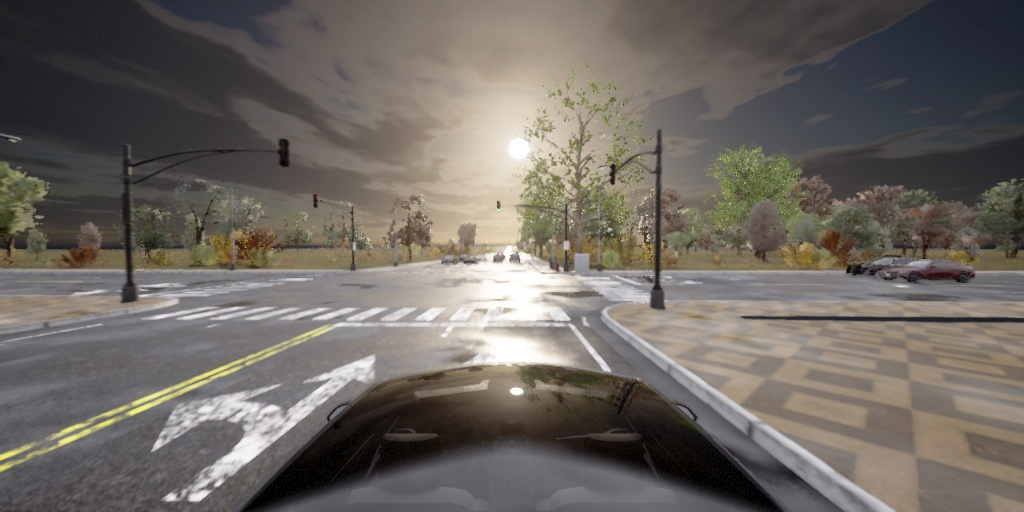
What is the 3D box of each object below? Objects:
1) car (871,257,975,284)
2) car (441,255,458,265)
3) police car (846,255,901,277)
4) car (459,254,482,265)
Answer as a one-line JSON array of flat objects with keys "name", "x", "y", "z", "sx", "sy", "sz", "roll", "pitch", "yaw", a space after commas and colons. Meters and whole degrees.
[{"name": "car", "x": 26.226, "y": 0.950, "z": 22.707, "sx": 4.674, "sy": 1.442, "sz": 1.812, "roll": 0, "pitch": 2, "yaw": 3}, {"name": "car", "x": -9.474, "y": 0.575, "z": 54.736, "sx": 1.812, "sy": 1.442, "sz": 4.674, "roll": 0, "pitch": 1, "yaw": 2}, {"name": "police car", "x": 27.176, "y": 0.762, "z": 25.817, "sx": 5.238, "sy": 1.638, "sz": 1.930, "roll": 0, "pitch": 2, "yaw": 3}, {"name": "car", "x": -6.220, "y": 0.600, "z": 54.590, "sx": 2.033, "sy": 1.411, "sz": 5.357, "roll": 0, "pitch": 1, "yaw": 2}]
